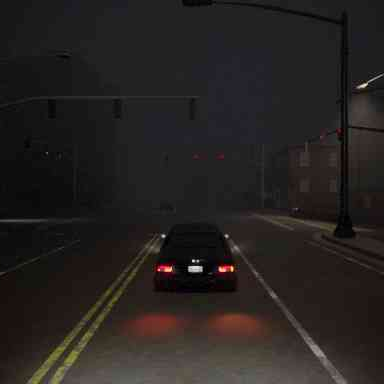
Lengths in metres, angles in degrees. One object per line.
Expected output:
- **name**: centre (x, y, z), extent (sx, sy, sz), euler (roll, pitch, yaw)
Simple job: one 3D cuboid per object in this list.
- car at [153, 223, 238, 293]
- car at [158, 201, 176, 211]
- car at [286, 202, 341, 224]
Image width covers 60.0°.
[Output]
- **car**: centre (0.083, 1.547, 8.988), extent (2.033, 1.411, 5.357), euler (0, 0, 0)
- **car**: centre (-3.538, 2.008, 45.961), extent (1.812, 1.442, 4.674), euler (0, -4, 0)
- **car**: centre (10.818, 1.683, 29.474), extent (4.553, 1.767, 2.097), euler (7, 0, 1)
